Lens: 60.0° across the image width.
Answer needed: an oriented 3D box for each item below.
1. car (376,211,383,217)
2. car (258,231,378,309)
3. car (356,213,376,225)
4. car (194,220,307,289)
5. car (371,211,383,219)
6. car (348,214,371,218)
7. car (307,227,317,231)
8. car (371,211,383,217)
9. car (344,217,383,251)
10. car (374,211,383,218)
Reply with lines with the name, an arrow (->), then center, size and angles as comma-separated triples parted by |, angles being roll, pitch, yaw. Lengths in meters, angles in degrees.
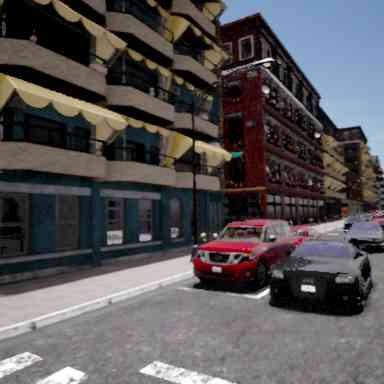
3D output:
car -> 41.093, 4.766, 72.182 | 1.802, 1.307, 4.206 | -3, -4, 33
car -> 3.567, 1.960, 8.858 | 1.994, 1.385, 4.181 | -4, -4, 32
car -> 23.069, 3.549, 44.057 | 1.947, 1.339, 4.313 | -3, -4, 33
car -> 2.037, 1.901, 11.258 | 2.192, 1.841, 5.009 | -3, -4, 33
car -> 35.085, 4.328, 62.809 | 1.887, 1.381, 4.507 | -3, -4, 33
car -> 17.061, 3.150, 34.682 | 1.947, 1.339, 4.313 | -3, -4, 33
car -> 5.045, 2.330, 15.933 | 1.887, 1.381, 4.507 | -3, -4, 33
car -> 19.554, 2.929, 33.712 | 1.882, 1.535, 5.008 | -4, -4, 33
car -> 9.649, 2.347, 18.346 | 2.033, 1.411, 5.357 | -4, -4, 32
car -> 38.089, 4.565, 67.494 | 1.802, 1.307, 4.206 | -3, -4, 33
